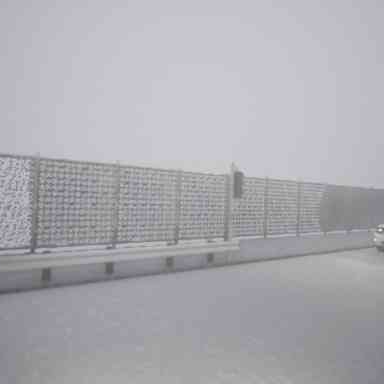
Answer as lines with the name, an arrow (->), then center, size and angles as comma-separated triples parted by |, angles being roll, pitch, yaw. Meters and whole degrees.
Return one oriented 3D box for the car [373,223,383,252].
car -> 10.565, 1.773, 15.238 | 5.566, 2.045, 2.150 | 3, 0, -37
